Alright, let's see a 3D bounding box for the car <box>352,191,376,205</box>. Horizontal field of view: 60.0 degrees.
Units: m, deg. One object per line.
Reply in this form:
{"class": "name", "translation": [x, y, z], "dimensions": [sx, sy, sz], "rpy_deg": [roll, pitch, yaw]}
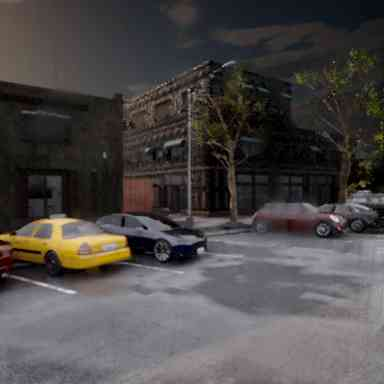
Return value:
{"class": "car", "translation": [26.547, 0.854, 51.279], "dimensions": [2.435, 2.045, 5.566], "rpy_deg": [0, 1, 36]}

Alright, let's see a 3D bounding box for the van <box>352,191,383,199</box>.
{"class": "van", "translation": [12.637, 1.093, 22.237], "dimensions": [4.442, 1.987, 1.878], "rpy_deg": [-1, 0, 35]}

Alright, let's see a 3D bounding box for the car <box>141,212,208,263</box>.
{"class": "car", "translation": [-1.687, 1.477, 11.854], "dimensions": [4.792, 1.488, 2.163], "rpy_deg": [-1, -1, 34]}

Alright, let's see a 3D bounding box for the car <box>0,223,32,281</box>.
{"class": "car", "translation": [-6.529, 1.490, 8.430], "dimensions": [5.008, 1.535, 2.097], "rpy_deg": [-1, 0, 34]}

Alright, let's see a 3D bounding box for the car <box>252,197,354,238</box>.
{"class": "car", "translation": [5.486, 1.258, 17.037], "dimensions": [4.553, 1.767, 2.185], "rpy_deg": [-1, -1, 35]}

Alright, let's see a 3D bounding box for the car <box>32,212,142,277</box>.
{"class": "car", "translation": [-4.280, 1.469, 10.243], "dimensions": [5.366, 1.575, 1.946], "rpy_deg": [-1, 0, 35]}

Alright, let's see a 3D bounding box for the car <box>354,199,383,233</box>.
{"class": "car", "translation": [7.927, 1.362, 18.739], "dimensions": [4.892, 1.521, 2.231], "rpy_deg": [-1, 0, 34]}
